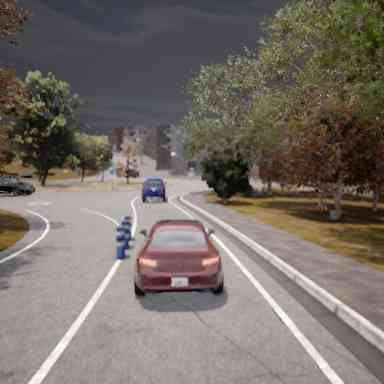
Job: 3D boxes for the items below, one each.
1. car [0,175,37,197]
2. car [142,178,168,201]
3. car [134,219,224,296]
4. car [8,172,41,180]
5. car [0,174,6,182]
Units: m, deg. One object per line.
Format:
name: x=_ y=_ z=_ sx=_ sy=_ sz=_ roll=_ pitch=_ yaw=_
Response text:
car: x=-19.615 y=-0.588 z=35.175 sx=5.566 sy=2.045 sz=2.150 roll=0 pitch=5 yaw=3
car: x=-3.549 y=-0.312 z=31.840 sx=2.150 sy=2.045 sz=5.566 roll=0 pitch=5 yaw=-4
car: x=-0.349 y=1.384 z=8.262 sx=1.812 sy=1.442 sz=4.674 roll=0 pitch=2 yaw=-3
car: x=-32.708 y=-3.141 z=65.205 sx=2.033 sy=1.411 sz=5.357 roll=4 pitch=6 yaw=41
car: x=-38.107 y=-2.657 z=62.948 sx=1.837 sy=1.490 sz=4.892 roll=2 pitch=5 yaw=25
